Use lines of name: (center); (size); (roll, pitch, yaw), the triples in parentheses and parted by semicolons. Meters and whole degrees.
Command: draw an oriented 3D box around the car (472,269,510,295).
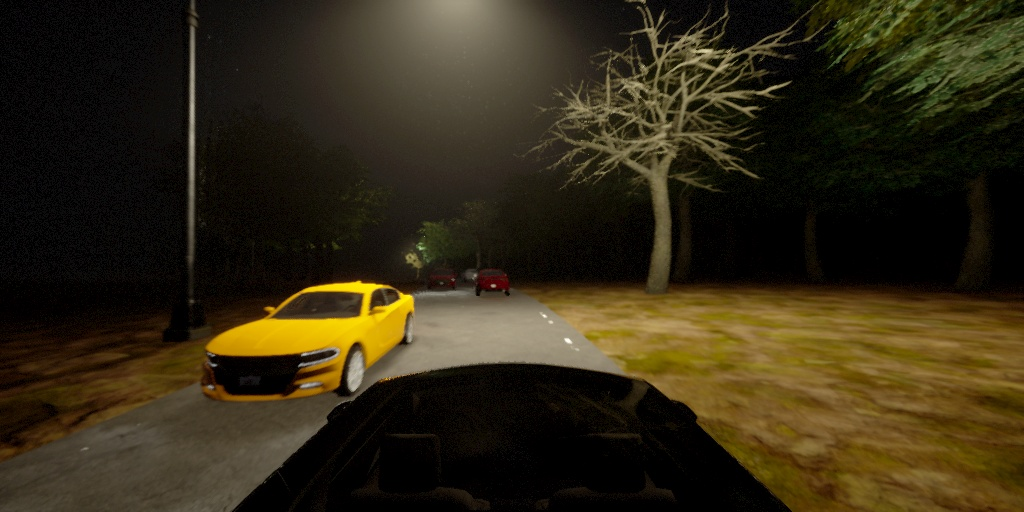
car: (-1.288, 1.522, 22.044); (1.882, 1.535, 5.008); (0, -1, -7)

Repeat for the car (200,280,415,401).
car: (-3.248, 1.273, 6.845); (1.882, 1.535, 5.008); (0, -1, -2)

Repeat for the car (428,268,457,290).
car: (-5.123, 1.663, 26.668); (1.882, 1.535, 5.008); (1, -2, -9)

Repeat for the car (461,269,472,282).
car: (-4.791, 2.261, 41.608); (1.812, 1.442, 4.674); (0, -2, -13)
